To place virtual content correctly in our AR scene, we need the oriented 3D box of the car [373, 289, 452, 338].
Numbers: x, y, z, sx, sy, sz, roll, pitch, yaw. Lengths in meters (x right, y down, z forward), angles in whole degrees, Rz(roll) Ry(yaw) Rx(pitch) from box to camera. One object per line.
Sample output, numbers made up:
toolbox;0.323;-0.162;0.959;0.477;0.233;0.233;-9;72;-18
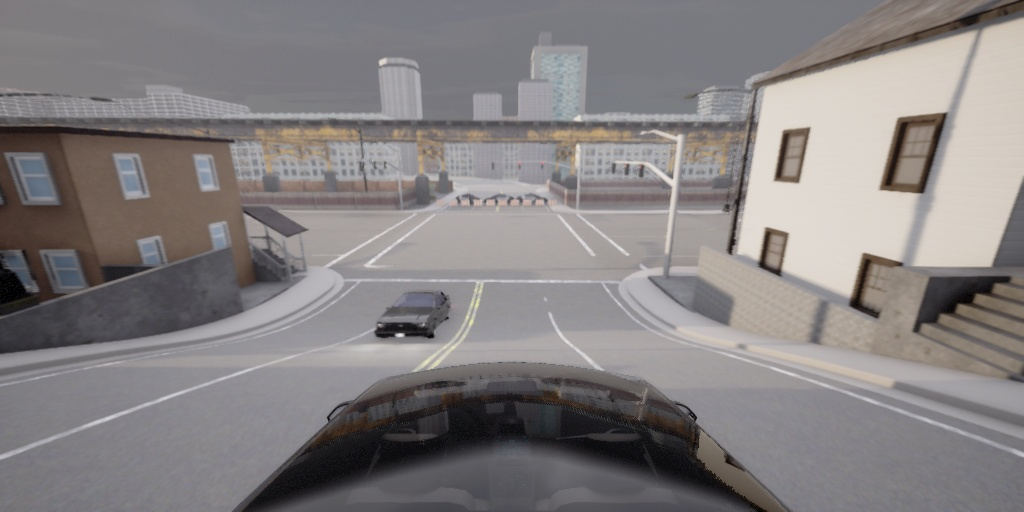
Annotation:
car;-3.537;2.047;13.883;2.033;1.411;5.357;0;1;-1
